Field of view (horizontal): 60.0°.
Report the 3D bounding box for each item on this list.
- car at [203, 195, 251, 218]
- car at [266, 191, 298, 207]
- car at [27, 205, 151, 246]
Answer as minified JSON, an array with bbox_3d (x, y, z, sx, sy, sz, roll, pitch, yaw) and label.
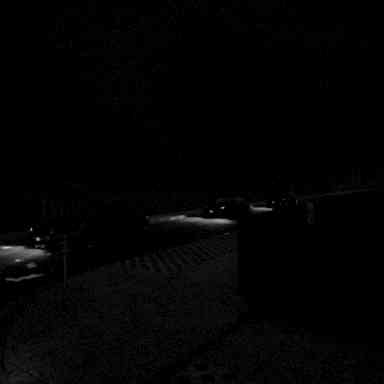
[{"bbox_3d":[2.641,0.974,24.034,1.812,1.442,4.674,0,1,36],"label":"car"},{"bbox_3d":[8.951,0.669,32.892,1.837,1.490,4.892,0,2,36],"label":"car"},{"bbox_3d":[-4.159,1.292,14.461,2.033,1.411,5.357,0,1,36],"label":"car"}]
